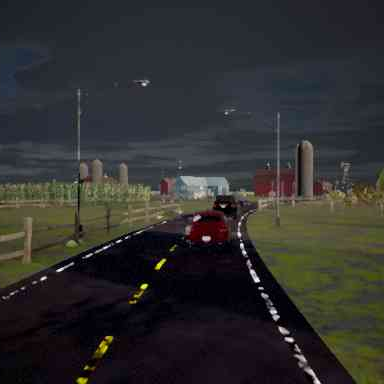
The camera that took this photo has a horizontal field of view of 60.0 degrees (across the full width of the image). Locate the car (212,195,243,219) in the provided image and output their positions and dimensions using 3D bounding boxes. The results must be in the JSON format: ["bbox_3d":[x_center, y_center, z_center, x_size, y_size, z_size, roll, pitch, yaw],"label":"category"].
[{"bbox_3d":[3.036,1.263,29.155,2.150,2.045,5.566,0,0,12],"label":"car"}]

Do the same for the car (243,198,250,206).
[{"bbox_3d":[8.305,1.684,55.708,1.895,1.301,4.718,0,0,22],"label":"car"}]

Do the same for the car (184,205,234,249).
[{"bbox_3d":[0.758,1.532,14.447,1.812,1.442,4.674,0,0,6],"label":"car"}]
